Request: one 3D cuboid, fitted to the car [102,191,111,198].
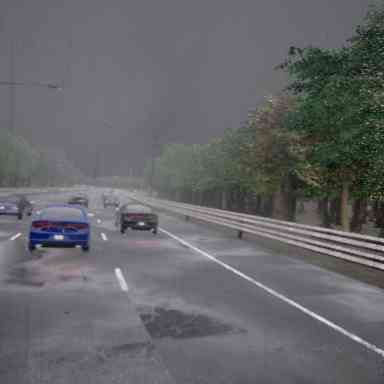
[{"bbox_3d":[-19.481,0.565,75.916,1.882,1.535,5.008,4,0,-14],"label":"car"}]

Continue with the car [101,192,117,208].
[{"bbox_3d":[-9.574,1.118,39.525,2.033,1.411,5.357,4,0,-16],"label":"car"}]

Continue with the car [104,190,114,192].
[{"bbox_3d":[-14.419,0.864,56.664,1.812,1.442,4.674,4,0,-15],"label":"car"}]

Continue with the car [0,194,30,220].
[{"bbox_3d":[-10.975,0.862,20.355,2.033,1.411,5.357,4,0,-17],"label":"car"}]

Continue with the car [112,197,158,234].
[{"bbox_3d":[-3.173,1.355,18.559,1.882,1.535,5.008,4,0,-18],"label":"car"}]

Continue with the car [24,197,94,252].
[{"bbox_3d":[-4.817,1.191,12.554,1.882,1.535,5.008,4,0,-18],"label":"car"}]

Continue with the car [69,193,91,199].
[{"bbox_3d":[-11.180,0.907,33.027,1.837,1.490,4.892,4,0,-17],"label":"car"}]
